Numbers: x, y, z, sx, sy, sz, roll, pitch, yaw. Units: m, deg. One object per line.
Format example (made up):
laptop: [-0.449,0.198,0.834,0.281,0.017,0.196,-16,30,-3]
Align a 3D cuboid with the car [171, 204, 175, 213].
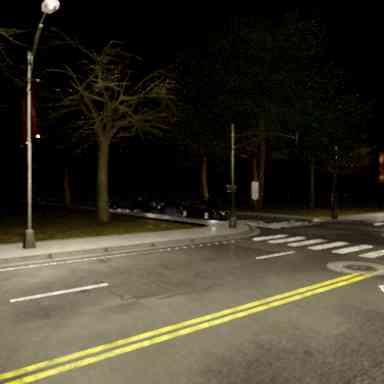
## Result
car: [-0.297,1.546,34.390,1.895,1.301,4.718,0,0,-36]

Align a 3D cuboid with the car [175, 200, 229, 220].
car: [0.958,1.457,27.618,1.837,1.490,4.892,0,0,-37]

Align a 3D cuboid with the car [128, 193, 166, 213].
car: [-4.946,1.168,35.743,2.150,2.045,5.566,0,0,-36]

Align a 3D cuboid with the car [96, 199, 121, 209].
car: [-11.100,1.549,44.213,1.895,1.301,4.718,0,0,-36]
